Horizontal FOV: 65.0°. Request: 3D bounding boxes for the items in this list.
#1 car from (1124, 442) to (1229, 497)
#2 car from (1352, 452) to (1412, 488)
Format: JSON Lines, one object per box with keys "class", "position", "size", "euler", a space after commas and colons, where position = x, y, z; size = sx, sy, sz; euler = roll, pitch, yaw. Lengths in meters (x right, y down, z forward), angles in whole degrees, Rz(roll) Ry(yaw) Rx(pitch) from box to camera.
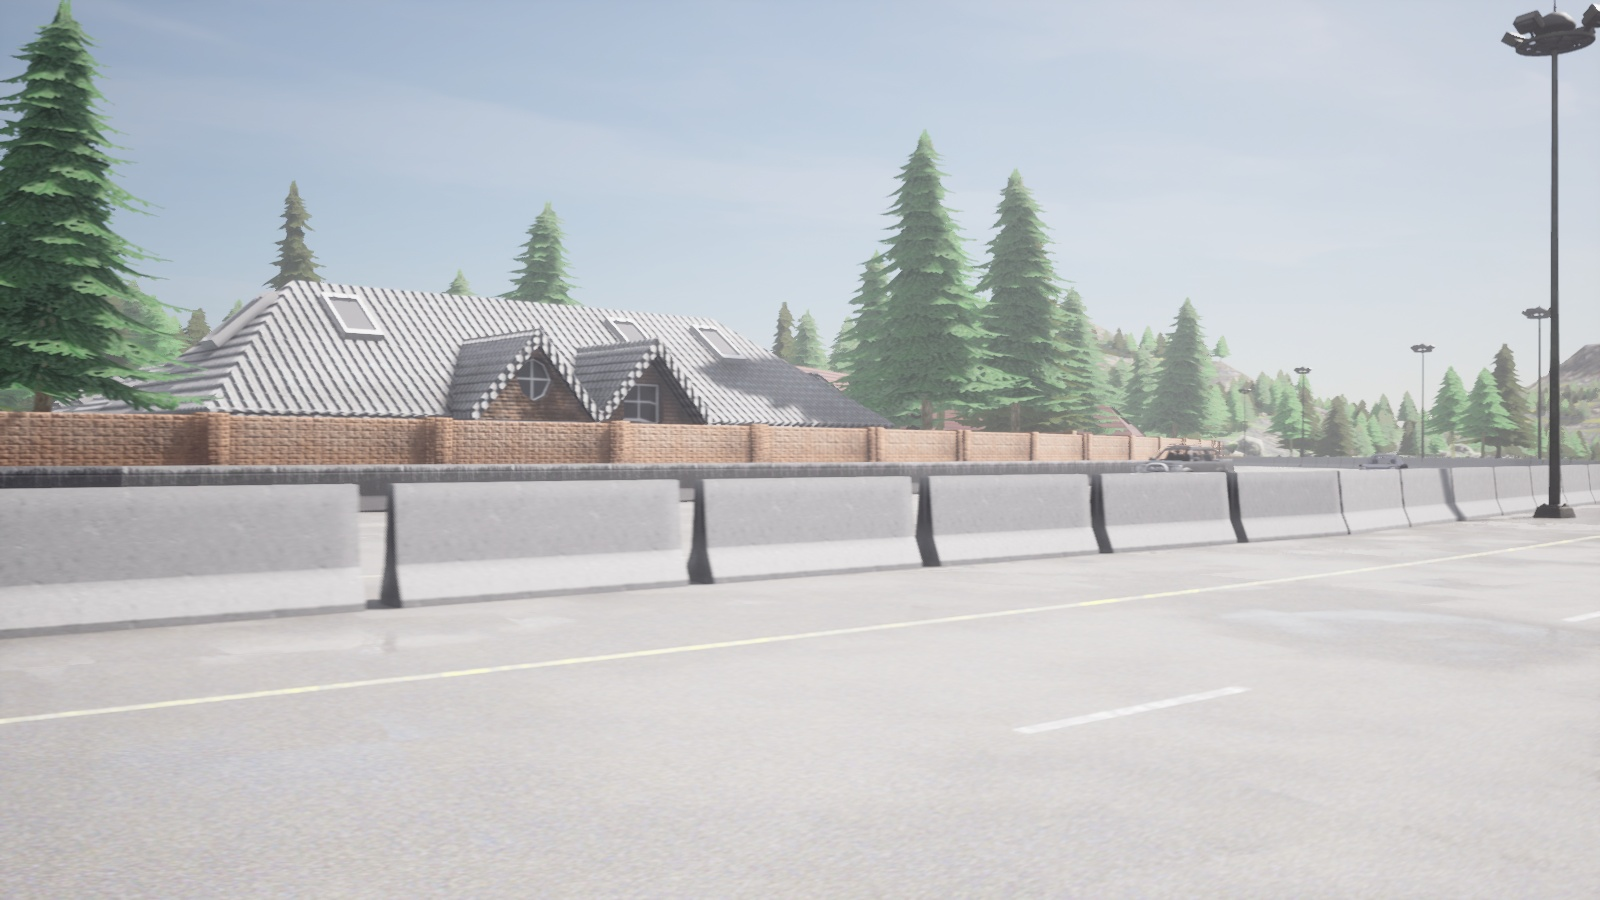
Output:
{"class": "car", "position": [13.519, 0.655, 44.935], "size": [1.932, 1.855, 4.605], "euler": [0, 0, 40]}
{"class": "car", "position": [25.625, 0.852, 55.219], "size": [1.845, 1.501, 3.633], "euler": [0, 0, 34]}
